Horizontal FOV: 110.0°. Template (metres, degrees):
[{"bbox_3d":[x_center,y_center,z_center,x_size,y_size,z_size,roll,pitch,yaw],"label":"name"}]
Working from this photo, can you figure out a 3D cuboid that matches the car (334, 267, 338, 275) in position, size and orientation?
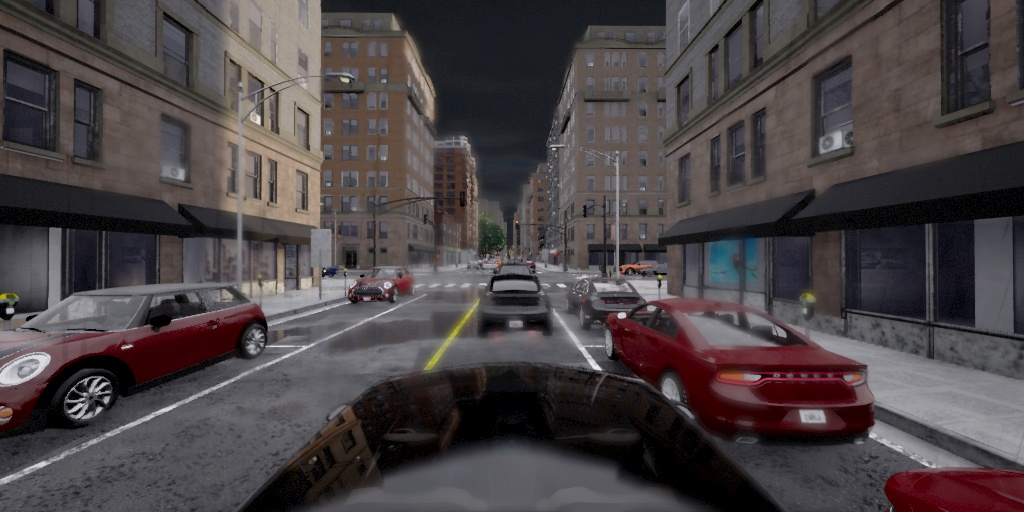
[{"bbox_3d":[-18.398,1.150,32.441,5.008,1.535,1.882,0,0,0],"label":"car"}]

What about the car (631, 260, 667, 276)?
[{"bbox_3d":[15.203,1.395,36.019,5.357,1.411,2.033,0,0,0],"label":"car"}]

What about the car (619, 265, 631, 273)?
[{"bbox_3d":[14.039,1.221,39.280,4.553,1.767,2.097,0,0,0],"label":"car"}]

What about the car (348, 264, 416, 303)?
[{"bbox_3d":[-5.829,1.195,16.413,1.967,1.591,4.097,0,0,0],"label":"car"}]

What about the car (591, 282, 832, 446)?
[{"bbox_3d":[2.676,1.296,5.417,1.888,1.381,4.507,0,0,0],"label":"car"}]

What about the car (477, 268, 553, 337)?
[{"bbox_3d":[0.060,1.258,10.334,1.837,1.490,4.892,0,0,-1],"label":"car"}]

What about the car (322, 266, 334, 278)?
[{"bbox_3d":[-18.009,0.869,29.187,5.566,2.045,2.150,0,0,0],"label":"car"}]

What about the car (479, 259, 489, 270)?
[{"bbox_3d":[-3.104,1.390,50.787,1.895,1.301,4.718,0,0,0],"label":"car"}]

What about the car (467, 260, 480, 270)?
[{"bbox_3d":[-5.888,1.345,54.774,2.007,1.370,4.403,0,0,0],"label":"car"}]

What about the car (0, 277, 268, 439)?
[{"bbox_3d":[-5.850,1.190,5.426,1.967,1.591,4.097,0,0,0],"label":"car"}]

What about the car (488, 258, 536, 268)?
[{"bbox_3d":[0.127,1.108,17.748,2.097,1.767,4.553,0,0,0],"label":"car"}]

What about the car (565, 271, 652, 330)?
[{"bbox_3d":[2.687,1.303,10.908,2.007,1.370,4.403,0,0,0],"label":"car"}]

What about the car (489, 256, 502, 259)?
[{"bbox_3d":[-3.148,1.159,60.759,2.097,1.767,4.553,0,0,0],"label":"car"}]
